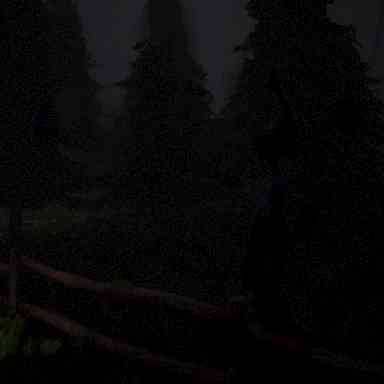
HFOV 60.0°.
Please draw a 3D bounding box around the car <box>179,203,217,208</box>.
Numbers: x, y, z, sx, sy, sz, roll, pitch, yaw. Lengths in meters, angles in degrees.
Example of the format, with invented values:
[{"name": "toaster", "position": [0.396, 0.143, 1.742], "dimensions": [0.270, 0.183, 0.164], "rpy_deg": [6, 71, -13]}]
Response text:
[{"name": "car", "position": [0.737, 1.628, 37.969], "dimensions": [4.718, 1.301, 1.895], "rpy_deg": [0, 0, -10]}]
